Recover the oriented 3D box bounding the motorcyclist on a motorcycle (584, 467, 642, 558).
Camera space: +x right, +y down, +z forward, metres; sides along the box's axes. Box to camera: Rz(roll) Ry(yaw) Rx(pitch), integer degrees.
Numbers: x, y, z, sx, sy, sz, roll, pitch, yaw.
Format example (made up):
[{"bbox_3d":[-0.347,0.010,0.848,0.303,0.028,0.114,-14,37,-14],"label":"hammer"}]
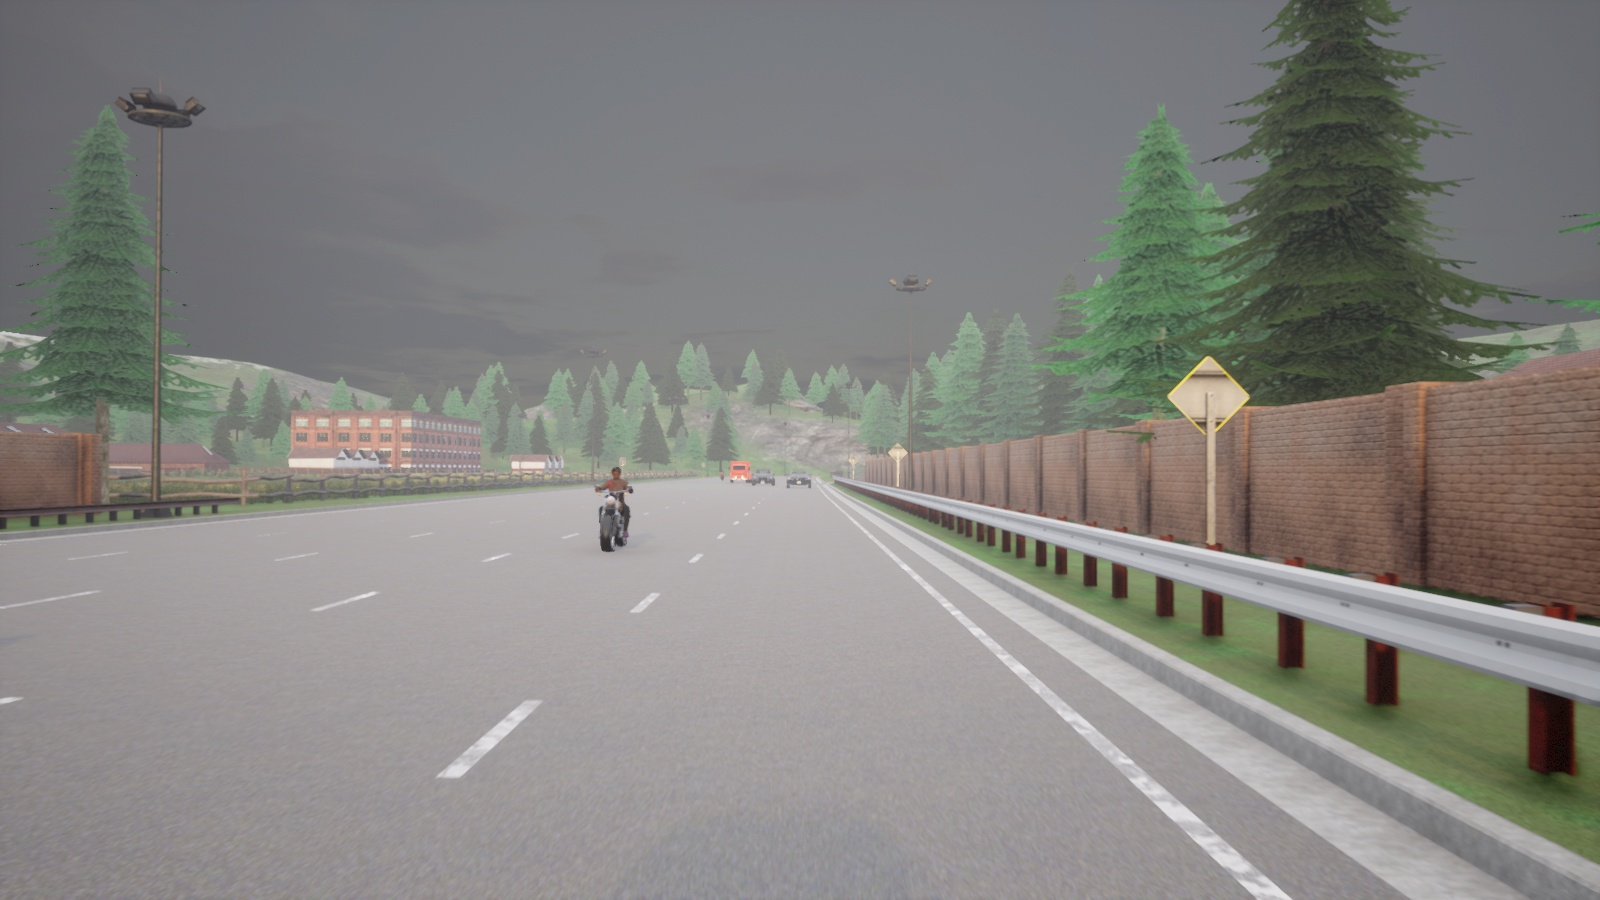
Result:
[{"bbox_3d":[-3.559,1.151,24.068,0.766,1.649,2.350,0,-1,0],"label":"motorcyclist on a motorcycle"}]
